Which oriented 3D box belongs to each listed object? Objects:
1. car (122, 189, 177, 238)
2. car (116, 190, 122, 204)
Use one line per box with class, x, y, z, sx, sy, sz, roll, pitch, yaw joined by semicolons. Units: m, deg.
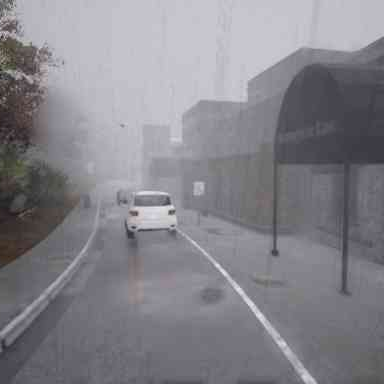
car;-2.157;0.950;16.286;2.150;2.045;5.566;-1;2;-13
car;-6.873;0.423;34.650;2.033;1.411;5.357;-1;3;-15
